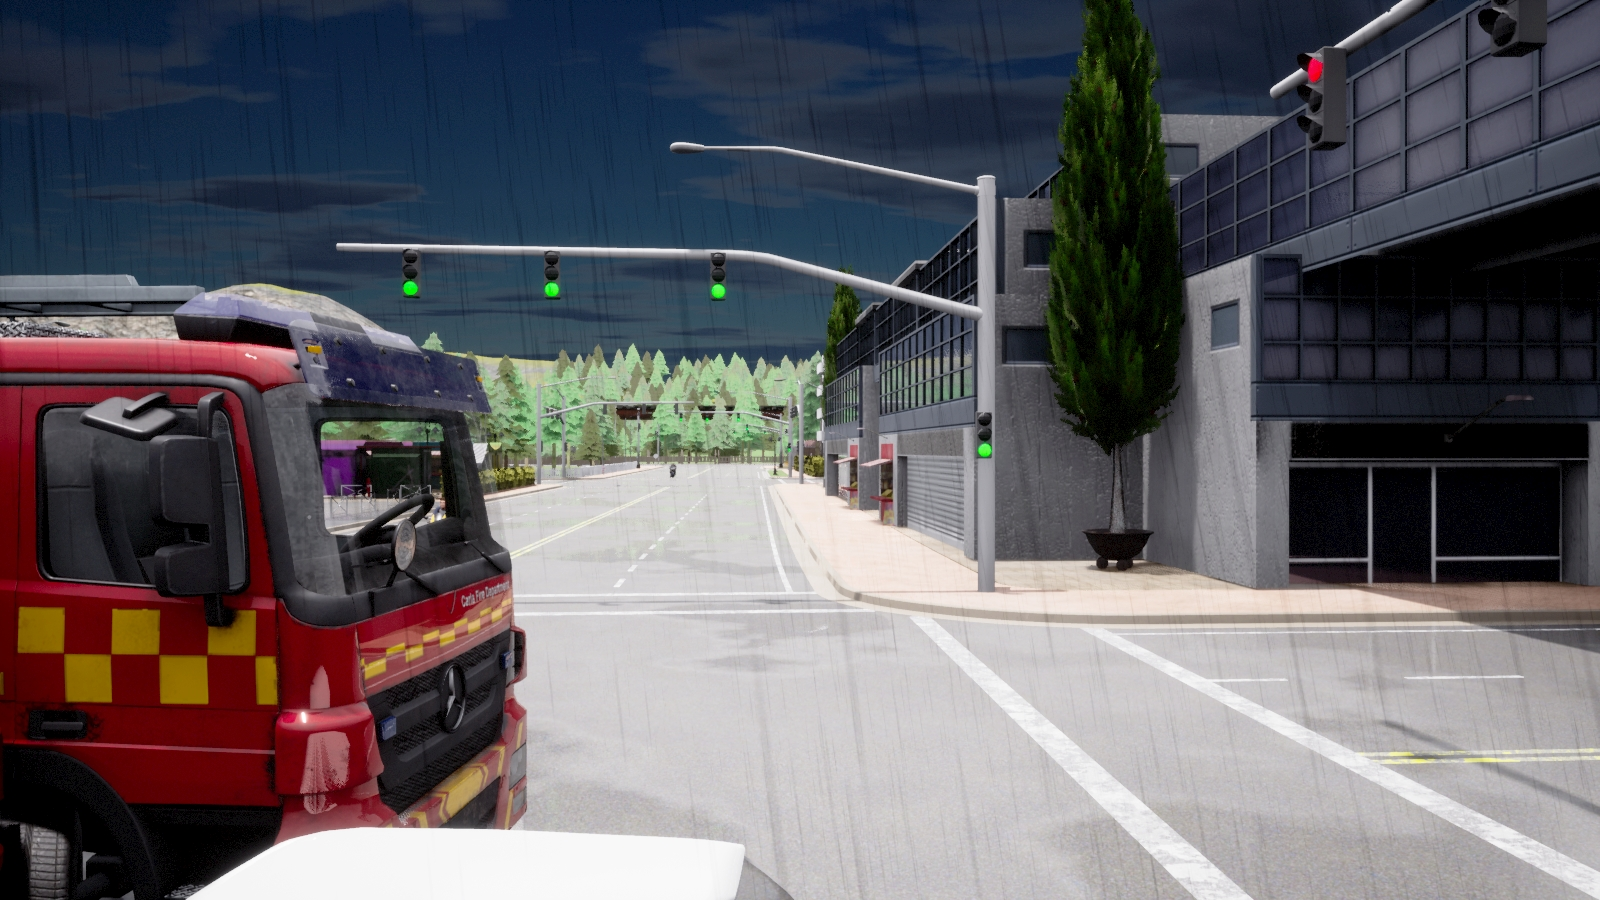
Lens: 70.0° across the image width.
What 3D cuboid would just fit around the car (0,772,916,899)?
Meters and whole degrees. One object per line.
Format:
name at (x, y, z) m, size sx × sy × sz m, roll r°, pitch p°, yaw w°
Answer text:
car at (-1.549, 2.065, 3.579) m, size 3.806 × 1.475 × 1.970 m, roll 0°, pitch 0°, yaw 5°

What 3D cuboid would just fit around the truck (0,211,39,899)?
truck at (-7.587, 0.890, 3.490) m, size 8.468 × 3.827 × 2.891 m, roll 0°, pitch 0°, yaw -3°

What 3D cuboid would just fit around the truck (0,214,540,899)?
truck at (-6.102, 0.890, 6.659) m, size 8.468 × 3.827 × 2.891 m, roll 0°, pitch 0°, yaw 4°
